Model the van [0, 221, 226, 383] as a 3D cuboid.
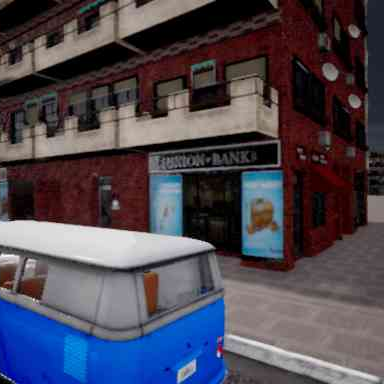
[{"bbox_3d":[-1.549,1.318,3.999,3.998,1.788,1.690,0,-1,36],"label":"van"}]
